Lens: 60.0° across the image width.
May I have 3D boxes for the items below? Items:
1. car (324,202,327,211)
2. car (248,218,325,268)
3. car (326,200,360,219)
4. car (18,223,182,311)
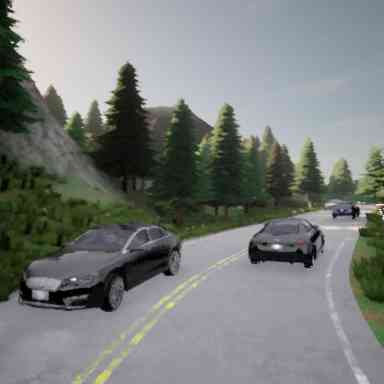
[{"bbox_3d":[18.939,1.738,44.116,1.812,1.442,4.674,-2,-1,33],"label":"car"},{"bbox_3d":[3.389,1.588,11.585,1.994,1.385,4.181,-2,-1,26],"label":"car"},{"bbox_3d":[14.000,1.626,30.189,2.033,1.411,5.357,-2,-1,32],"label":"car"},{"bbox_3d":[-1.797,1.546,8.066,2.128,1.511,4.902,-1,-1,20],"label":"car"}]
